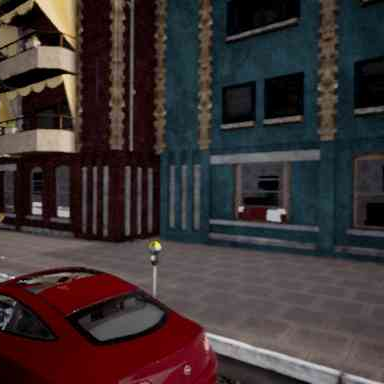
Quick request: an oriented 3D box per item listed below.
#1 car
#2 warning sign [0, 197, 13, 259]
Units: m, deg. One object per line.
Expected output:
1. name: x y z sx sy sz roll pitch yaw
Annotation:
1. car: -1.702 1.577 3.915 4.206 1.307 1.802 0 1 35
2. warning sign: -6.418 1.105 10.169 1.060 1.860 1.300 1 0 35
